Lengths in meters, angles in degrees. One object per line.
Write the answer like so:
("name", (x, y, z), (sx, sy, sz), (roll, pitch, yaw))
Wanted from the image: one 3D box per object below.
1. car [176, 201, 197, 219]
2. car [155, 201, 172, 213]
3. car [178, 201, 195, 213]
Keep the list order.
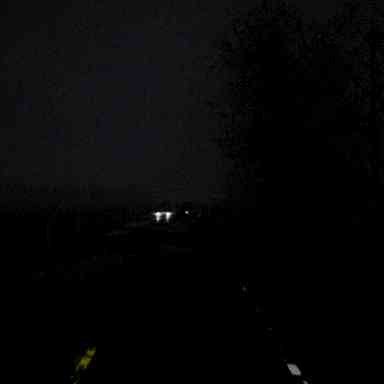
("car", (-0.507, 1.821, 31.953), (1.994, 1.385, 4.181), (0, 0, -1))
("car", (-3.676, 1.911, 42.965), (1.994, 1.385, 4.181), (0, 0, -1))
("car", (-0.732, 1.895, 43.125), (2.033, 1.411, 5.357), (0, 0, -1))
